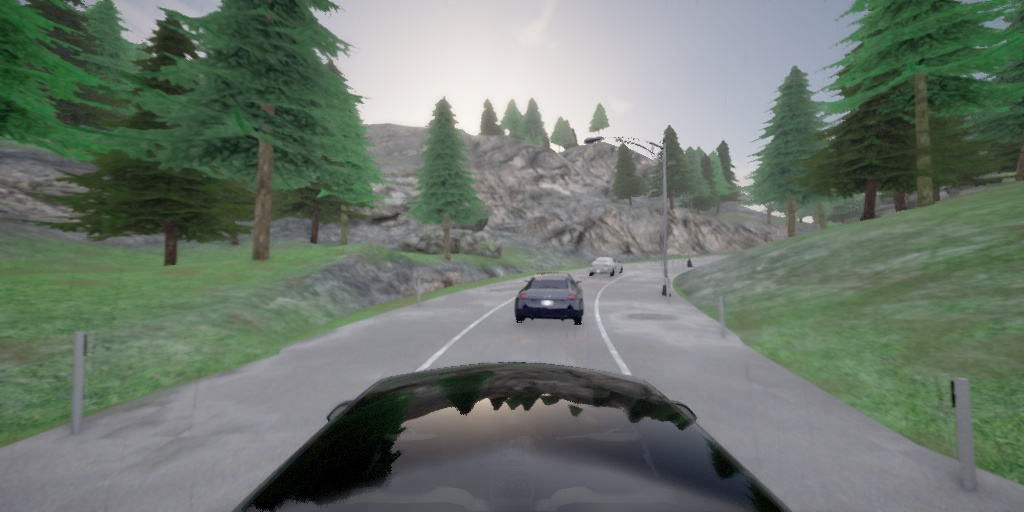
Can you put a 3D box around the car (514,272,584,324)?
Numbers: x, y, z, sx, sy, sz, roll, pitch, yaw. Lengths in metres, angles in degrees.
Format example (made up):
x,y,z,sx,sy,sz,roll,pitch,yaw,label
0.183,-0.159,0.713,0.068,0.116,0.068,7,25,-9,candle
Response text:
x,y,z,sx,sy,sz,roll,pitch,yaw,label
1.319,1.216,11.726,1.994,1.385,4.181,0,1,10,car

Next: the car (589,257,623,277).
x,y,z,sx,sy,sz,roll,pitch,yaw,label
7.374,0.800,28.084,1.812,1.442,4.674,-1,1,29,car
